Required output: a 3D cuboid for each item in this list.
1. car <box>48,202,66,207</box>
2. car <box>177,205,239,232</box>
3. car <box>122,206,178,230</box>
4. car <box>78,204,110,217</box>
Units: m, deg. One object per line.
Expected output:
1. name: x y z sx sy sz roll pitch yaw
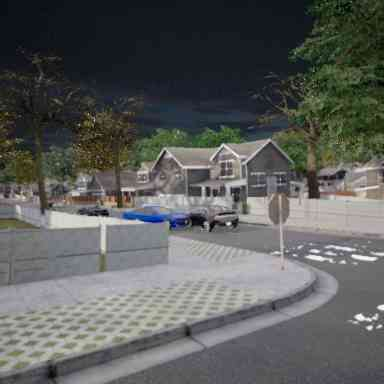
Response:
1. car: -18.998 1.704 46.577 2.128 1.511 4.902 -3 1 -35
2. car: 1.131 1.578 21.100 2.128 1.511 4.902 -4 1 -22
3. car: -2.499 1.692 22.542 5.008 1.535 1.882 -2 1 32
4. car: -9.951 1.916 33.576 1.895 1.301 4.718 -3 2 -35
